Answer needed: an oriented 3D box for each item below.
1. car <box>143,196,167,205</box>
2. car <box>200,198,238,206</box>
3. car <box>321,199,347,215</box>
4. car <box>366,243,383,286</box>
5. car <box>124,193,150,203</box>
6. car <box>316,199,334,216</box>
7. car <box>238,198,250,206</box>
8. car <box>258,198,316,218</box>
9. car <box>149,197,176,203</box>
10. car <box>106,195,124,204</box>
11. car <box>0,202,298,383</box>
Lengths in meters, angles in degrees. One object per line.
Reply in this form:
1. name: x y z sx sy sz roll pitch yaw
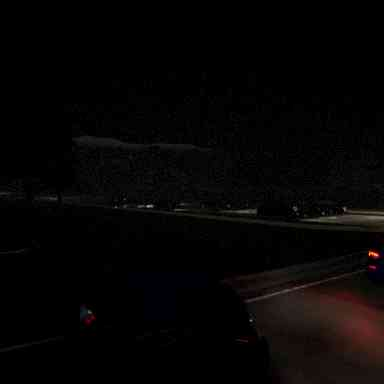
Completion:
1. car: -6.788 1.547 61.135 2.033 1.411 5.357 0 0 -35
2. car: 2.918 1.492 41.632 2.128 1.511 4.902 0 0 -36
3. car: 13.119 1.491 33.607 2.128 1.511 4.902 0 0 -36
4. car: 6.039 1.526 8.071 4.674 1.442 1.812 0 0 -35
5. car: -9.478 1.226 58.878 2.150 2.045 5.566 0 0 -35
6. car: 10.404 1.601 31.388 1.895 1.301 4.718 0 0 -36
7. car: 5.573 1.492 43.932 2.128 1.511 4.902 0 0 -36
8. car: 7.891 1.353 28.898 2.097 1.767 4.553 0 0 -36
9. car: -3.364 1.505 44.313 1.837 1.490 4.892 0 0 -36
10. car: -13.347 1.274 58.284 2.097 1.767 4.553 0 0 -36
11. car: -1.926 1.223 2.371 5.566 2.045 2.150 0 0 -35
